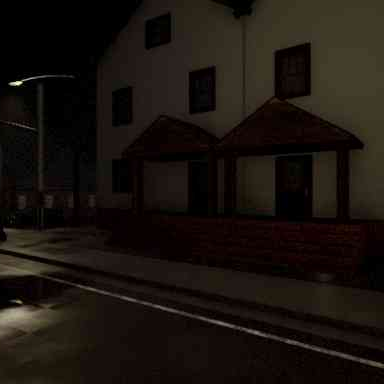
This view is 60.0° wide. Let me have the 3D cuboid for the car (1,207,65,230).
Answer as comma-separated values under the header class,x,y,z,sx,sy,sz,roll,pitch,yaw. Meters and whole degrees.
class,x,y,z,sx,sy,sz,roll,pitch,yaw
car,-14.232,2.392,30.133,2.150,2.045,5.566,0,-8,36
